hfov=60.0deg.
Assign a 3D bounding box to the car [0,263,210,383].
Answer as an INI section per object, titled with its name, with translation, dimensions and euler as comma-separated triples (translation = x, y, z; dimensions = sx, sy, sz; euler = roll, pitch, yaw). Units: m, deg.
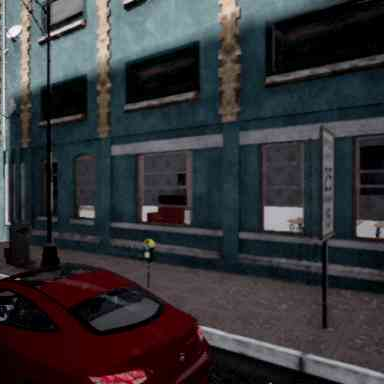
[car]
translation = -1.774, 1.575, 4.066
dimensions = 4.206, 1.307, 1.802
euler = 0, 1, 34
